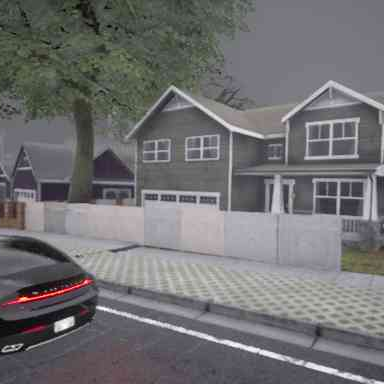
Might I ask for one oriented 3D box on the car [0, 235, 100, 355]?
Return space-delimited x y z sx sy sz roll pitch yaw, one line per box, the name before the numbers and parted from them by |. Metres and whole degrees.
car | -3.749 1.519 5.826 4.892 1.490 1.837 1 0 33
